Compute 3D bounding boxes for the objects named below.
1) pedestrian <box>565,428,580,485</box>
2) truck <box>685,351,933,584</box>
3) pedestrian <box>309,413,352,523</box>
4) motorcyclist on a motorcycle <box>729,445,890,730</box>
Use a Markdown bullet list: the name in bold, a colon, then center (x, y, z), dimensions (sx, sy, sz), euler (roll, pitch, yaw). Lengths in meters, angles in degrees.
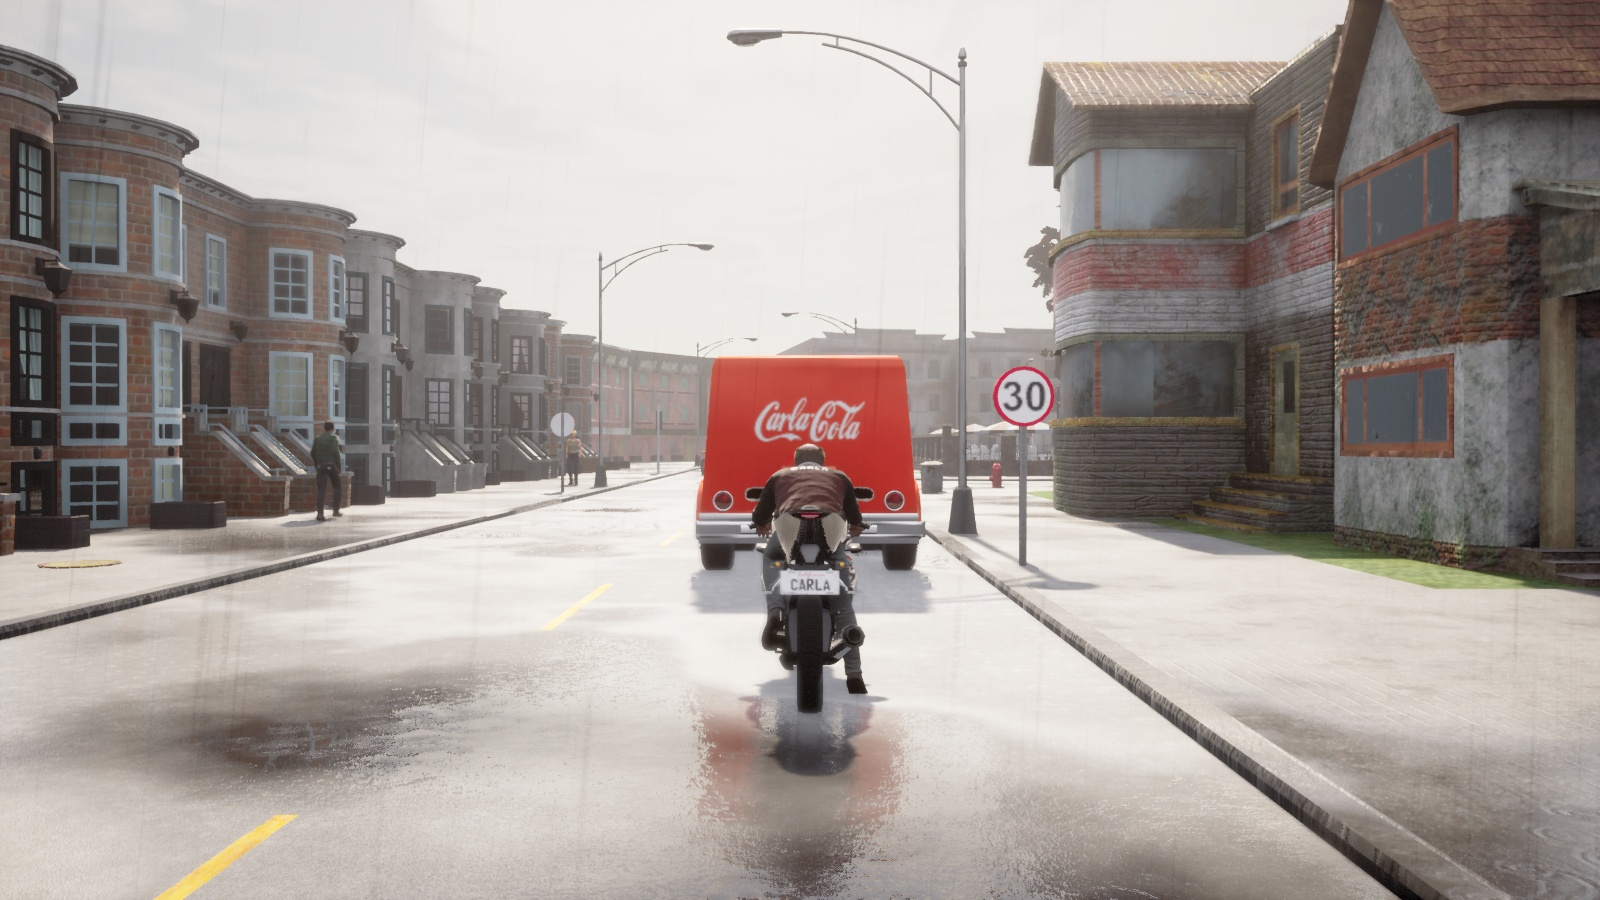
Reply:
- **pedestrian**: center (-7.422, 0.218, 41.054), dimensions (0.345, 1.836, 0.594), euler (0, 0, 4)
- **truck**: center (0.105, 0.170, 15.910), dimensions (2.627, 2.467, 5.204), euler (0, 0, 0)
- **pedestrian**: center (-8.487, 0.321, 22.713), dimensions (0.423, 1.949, 0.788), euler (0, 0, 6)
- **motorcyclist on a motorcycle**: center (0.059, 0.737, 7.850), dimensions (0.866, 1.530, 2.191), euler (0, 0, 0)
